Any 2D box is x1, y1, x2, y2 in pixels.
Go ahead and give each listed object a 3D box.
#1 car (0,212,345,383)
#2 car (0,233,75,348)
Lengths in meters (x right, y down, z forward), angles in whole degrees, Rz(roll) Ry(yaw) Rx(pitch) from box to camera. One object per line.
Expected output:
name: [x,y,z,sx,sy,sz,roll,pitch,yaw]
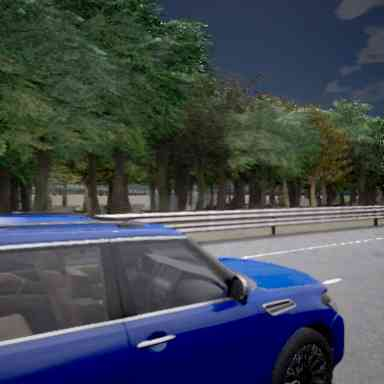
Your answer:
car: [-0.924,1.220,3.055,5.566,2.045,2.150,0,0,-35]
car: [-4.197,1.551,5.011,4.181,1.385,1.994,0,0,-36]
